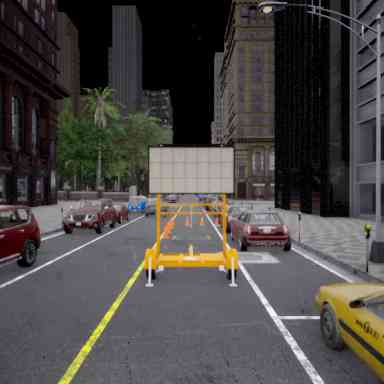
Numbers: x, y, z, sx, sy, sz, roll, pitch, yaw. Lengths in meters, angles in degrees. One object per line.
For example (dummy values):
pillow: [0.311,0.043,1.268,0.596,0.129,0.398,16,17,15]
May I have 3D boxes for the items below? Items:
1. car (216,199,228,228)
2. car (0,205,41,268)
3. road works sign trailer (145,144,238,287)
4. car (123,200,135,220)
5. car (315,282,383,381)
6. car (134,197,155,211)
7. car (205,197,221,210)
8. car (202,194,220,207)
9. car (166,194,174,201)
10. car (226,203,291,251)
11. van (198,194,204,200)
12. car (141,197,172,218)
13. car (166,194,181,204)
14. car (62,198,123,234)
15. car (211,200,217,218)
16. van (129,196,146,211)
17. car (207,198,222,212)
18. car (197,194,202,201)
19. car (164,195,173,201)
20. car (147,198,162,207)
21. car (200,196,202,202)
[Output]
car: [2.726,1.441,19.483,1.967,1.590,4.097,0,0,0]
car: [-5.782,1.315,8.628,2.192,1.841,5.009,0,0,0]
road works sign trailer: [-0.016,0.464,9.327,2.380,3.560,2.880,0,0,0]
car: [-5.808,1.548,24.906,1.887,1.381,4.507,0,0,0]
car: [2.753,1.525,3.378,1.752,1.417,4.829,0,0,0]
car: [-5.836,1.449,41.185,1.967,1.590,4.097,0,0,0]
car: [2.699,1.533,35.928,1.752,1.417,4.829,0,0,0]
car: [2.689,1.324,41.183,2.192,1.841,5.009,0,0,0]
car: [-5.915,1.443,89.316,1.967,1.590,4.097,0,0,0]
car: [2.735,1.440,14.057,1.967,1.590,4.097,0,0,0]
van: [2.601,1.341,94.731,1.690,1.788,3.998,0,0,0]
car: [-3.150,1.510,30.385,1.837,1.490,4.892,0,0,0]
car: [-3.094,1.587,56.322,2.033,1.411,5.357,0,0,0]
car: [-5.800,1.317,19.480,2.192,1.841,5.009,0,0,0]
car: [2.716,1.548,24.908,1.887,1.381,4.507,0,0,0]
van: [-5.827,1.349,35.758,1.690,1.788,3.998,0,0,0]
car: [2.708,1.556,30.332,2.008,1.369,4.403,0,0,0]
car: [2.629,1.573,78.470,1.947,1.339,4.313,0,0,0]
car: [-5.906,1.556,83.896,2.008,1.369,4.403,0,0,0]
car: [-5.853,1.593,52.037,1.802,1.307,4.206,0,0,0]
car: [2.672,1.576,52.033,1.947,1.339,4.313,0,0,0]
